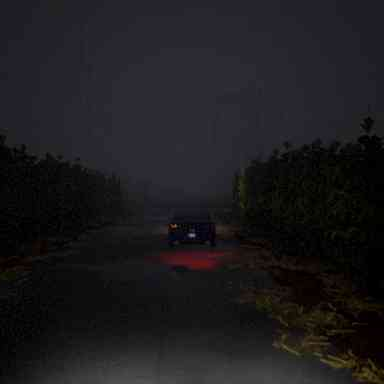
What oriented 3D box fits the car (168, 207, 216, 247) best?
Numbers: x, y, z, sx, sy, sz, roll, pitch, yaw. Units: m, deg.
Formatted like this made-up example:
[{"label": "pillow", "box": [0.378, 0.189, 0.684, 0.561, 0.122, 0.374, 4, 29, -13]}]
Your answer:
[{"label": "car", "box": [0.000, 1.410, 14.644, 1.882, 1.535, 5.008, 0, 1, 0]}]
